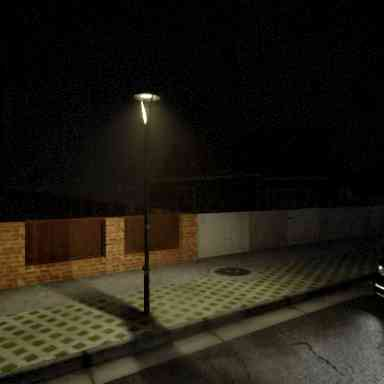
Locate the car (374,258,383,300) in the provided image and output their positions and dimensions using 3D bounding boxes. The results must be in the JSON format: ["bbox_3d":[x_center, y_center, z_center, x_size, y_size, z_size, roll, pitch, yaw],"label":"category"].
[{"bbox_3d":[5.804,1.489,7.080,4.902,1.511,2.128,0,0,-34],"label":"car"}]
